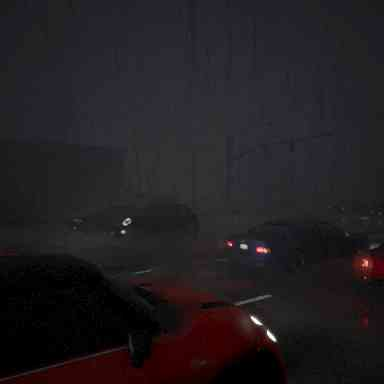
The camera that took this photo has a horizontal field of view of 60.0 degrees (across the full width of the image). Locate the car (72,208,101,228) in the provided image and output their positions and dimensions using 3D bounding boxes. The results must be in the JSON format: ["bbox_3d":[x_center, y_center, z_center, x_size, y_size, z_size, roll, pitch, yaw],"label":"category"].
[{"bbox_3d":[-4.588,1.477,19.138,5.008,1.535,1.882,0,0,-35],"label":"car"}]

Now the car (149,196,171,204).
[{"bbox_3d":[-6.182,1.505,63.688,1.837,1.490,4.892,0,0,-36],"label":"car"}]

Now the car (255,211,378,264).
[{"bbox_3d":[3.481,1.547,10.569,5.357,1.411,2.033,0,0,-35],"label":"car"}]

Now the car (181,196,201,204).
[{"bbox_3d":[-0.218,1.564,67.418,1.994,1.385,4.181,0,0,-37],"label":"car"}]

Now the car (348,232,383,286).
[{"bbox_3d":[6.052,1.601,8.097,4.718,1.301,1.895,0,0,-35],"label":"car"}]

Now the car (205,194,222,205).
[{"bbox_3d":[2.402,1.547,57.774,2.033,1.411,5.357,0,0,-36],"label":"car"}]

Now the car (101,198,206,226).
[{"bbox_3d":[-1.878,1.352,16.771,4.553,1.767,2.097,0,0,-35],"label":"car"}]

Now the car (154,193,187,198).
[{"bbox_3d":[-3.632,1.221,54.163,2.150,2.045,5.566,0,0,-35],"label":"car"}]

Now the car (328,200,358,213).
[{"bbox_3d":[15.690,1.525,33.577,4.674,1.442,1.812,0,0,-35],"label":"car"}]

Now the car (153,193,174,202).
[{"bbox_3d":[-6.493,1.225,76.104,2.150,2.045,5.566,0,0,-36],"label":"car"}]

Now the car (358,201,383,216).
[{"bbox_3d":[17.604,1.564,30.644,4.181,1.385,1.994,0,0,-35],"label":"car"}]

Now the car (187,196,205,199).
[{"bbox_3d":[-0.599,1.547,55.947,2.033,1.411,5.357,0,0,-36],"label":"car"}]

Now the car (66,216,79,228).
[{"bbox_3d":[-4.339,1.352,4.953,4.553,1.767,2.097,0,0,-35],"label":"car"}]

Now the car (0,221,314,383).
[{"bbox_3d":[-1.281,1.352,2.833,4.553,1.767,2.097,0,0,-35],"label":"car"}]

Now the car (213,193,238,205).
[{"bbox_3d":[5.658,1.222,59.262,2.150,2.045,5.566,0,0,-36],"label":"car"}]
